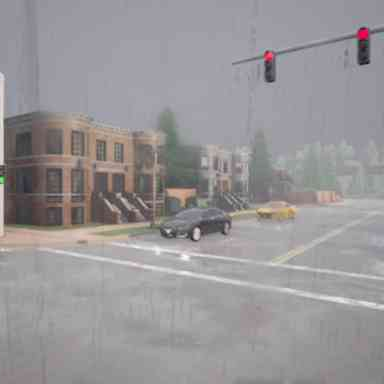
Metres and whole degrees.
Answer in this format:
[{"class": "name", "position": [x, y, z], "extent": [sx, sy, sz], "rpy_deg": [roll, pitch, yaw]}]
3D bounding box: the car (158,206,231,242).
[{"class": "car", "position": [0.289, 1.513, 16.798], "extent": [1.837, 1.490, 4.892], "rpy_deg": [0, 0, 34]}]

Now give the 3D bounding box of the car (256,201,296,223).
[{"class": "car", "position": [6.724, 1.502, 26.349], "extent": [1.882, 1.535, 5.008], "rpy_deg": [0, 0, 34]}]
